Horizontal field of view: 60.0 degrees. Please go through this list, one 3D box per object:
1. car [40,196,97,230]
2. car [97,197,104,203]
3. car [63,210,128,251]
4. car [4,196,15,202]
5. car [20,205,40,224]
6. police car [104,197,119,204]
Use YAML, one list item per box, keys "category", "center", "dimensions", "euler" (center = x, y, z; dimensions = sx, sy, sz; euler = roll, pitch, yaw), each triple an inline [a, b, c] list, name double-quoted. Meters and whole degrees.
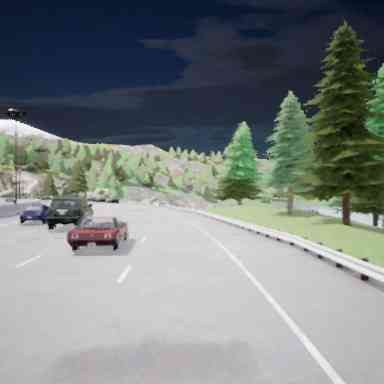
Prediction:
- category: "car"
  center: [-8.238, 1.399, 22.872]
  dimensions: [2.150, 2.045, 5.566]
  euler: [0, 0, -7]
- category: "car"
  center: [-24.946, 2.038, 90.695]
  dimensions: [2.097, 1.767, 4.553]
  euler: [0, 0, -33]
- category: "car"
  center: [-3.948, 1.713, 14.754]
  dimensions: [1.895, 1.301, 4.718]
  euler: [0, 0, -5]
- category: "car"
  center: [-38.495, 1.677, 70.365]
  dimensions: [1.837, 1.490, 4.892]
  euler: [0, 0, -29]
- category: "car"
  center: [-12.442, 1.738, 26.928]
  dimensions: [1.812, 1.442, 4.674]
  euler: [0, 0, -10]
- category: "police car"
  center: [-19.315, 2.036, 81.246]
  dimensions: [1.930, 1.638, 5.238]
  euler: [0, 0, -29]
